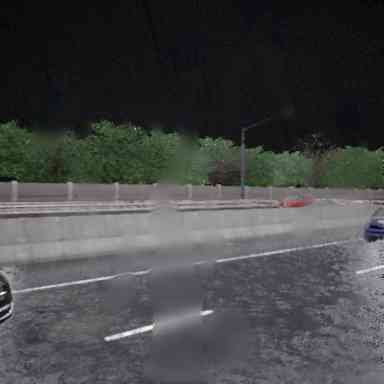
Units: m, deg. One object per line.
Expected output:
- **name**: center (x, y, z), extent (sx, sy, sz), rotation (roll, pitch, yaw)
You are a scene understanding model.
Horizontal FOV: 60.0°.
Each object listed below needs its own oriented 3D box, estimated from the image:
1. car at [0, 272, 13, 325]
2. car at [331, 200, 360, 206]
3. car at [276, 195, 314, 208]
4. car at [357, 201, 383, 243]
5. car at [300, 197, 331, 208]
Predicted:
- **car**: center (-5.132, 1.499, 4.386), extent (4.892, 1.490, 1.837), rotation (0, 0, -35)
- **car**: center (16.215, 1.598, 32.753), extent (5.008, 1.535, 1.882), rotation (0, 0, -35)
- **car**: center (12.111, 1.340, 38.423), extent (5.566, 2.045, 2.150), rotation (0, 0, -36)
- **car**: center (9.818, 1.406, 15.052), extent (4.553, 1.767, 2.097), rotation (0, 0, -35)
- **car**: center (14.110, 1.625, 35.549), extent (4.892, 1.490, 1.837), rotation (0, 0, -35)
